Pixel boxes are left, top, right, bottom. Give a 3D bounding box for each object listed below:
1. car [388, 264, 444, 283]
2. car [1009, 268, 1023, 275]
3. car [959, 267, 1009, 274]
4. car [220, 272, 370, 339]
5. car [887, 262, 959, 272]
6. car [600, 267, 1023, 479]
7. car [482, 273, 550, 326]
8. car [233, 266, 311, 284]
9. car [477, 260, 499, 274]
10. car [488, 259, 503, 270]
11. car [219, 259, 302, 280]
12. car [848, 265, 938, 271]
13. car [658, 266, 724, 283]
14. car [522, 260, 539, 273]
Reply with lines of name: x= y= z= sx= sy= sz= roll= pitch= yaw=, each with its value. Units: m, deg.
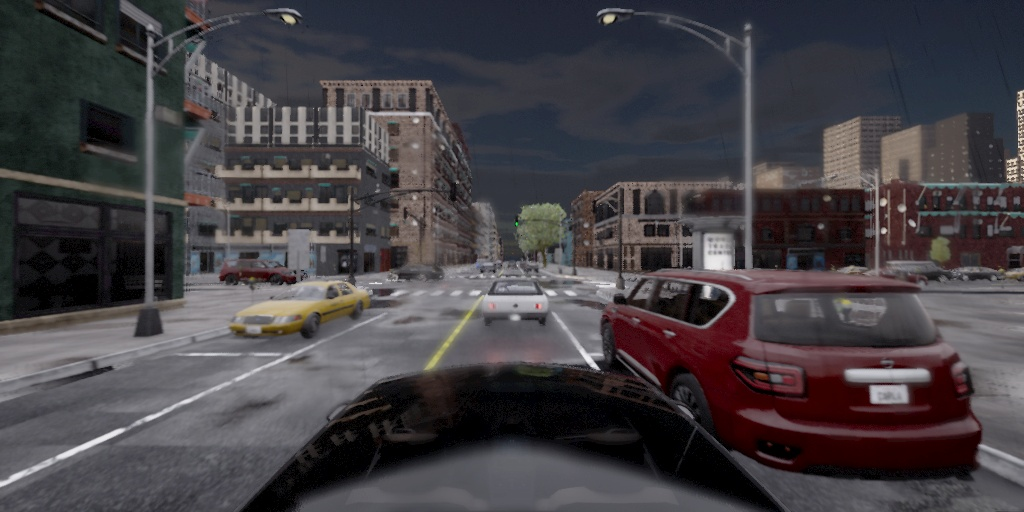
car: x=-7.958 y=1.401 z=29.718 sx=4.892 sy=1.490 sz=1.837 roll=0 pitch=-3 yaw=23
car: x=48.030 y=1.677 z=33.536 sx=4.829 sy=1.417 sz=1.751 roll=0 pitch=0 yaw=0
car: x=42.674 y=1.673 z=33.500 sx=4.403 sy=1.370 sz=2.007 roll=0 pitch=0 yaw=0
car: x=-5.688 y=1.322 z=10.314 sx=1.751 sy=1.417 sz=4.829 roll=0 pitch=0 yaw=0
car: x=34.590 y=1.546 z=30.850 sx=5.008 sy=1.535 sz=1.882 roll=0 pitch=0 yaw=0
car: x=2.692 y=1.082 z=4.940 sx=2.192 sy=1.841 sz=5.009 roll=0 pitch=0 yaw=0
car: x=0.104 y=1.405 z=11.947 sx=1.895 sy=1.301 sz=4.718 roll=0 pitch=0 yaw=0
car: x=-18.176 y=1.433 z=27.304 sx=4.718 sy=1.301 sz=1.895 roll=0 pitch=0 yaw=0
car: x=-3.069 y=1.539 z=46.402 sx=1.812 sy=1.442 sz=4.674 roll=0 pitch=0 yaw=0
car: x=-3.008 y=1.690 z=62.581 sx=1.994 sy=1.385 sz=4.181 roll=0 pitch=0 yaw=1
car: x=-17.268 y=1.137 z=24.718 sx=5.009 sy=1.841 sz=2.192 roll=0 pitch=0 yaw=0
car: x=26.156 y=1.543 z=24.957 sx=4.507 sy=1.381 sz=1.888 roll=0 pitch=0 yaw=0
car: x=15.238 y=1.580 z=30.730 sx=4.718 sy=1.301 sz=1.895 roll=0 pitch=0 yaw=0
car: x=2.708 y=1.578 z=48.429 sx=2.007 sy=1.370 sz=4.403 roll=0 pitch=0 yaw=0
